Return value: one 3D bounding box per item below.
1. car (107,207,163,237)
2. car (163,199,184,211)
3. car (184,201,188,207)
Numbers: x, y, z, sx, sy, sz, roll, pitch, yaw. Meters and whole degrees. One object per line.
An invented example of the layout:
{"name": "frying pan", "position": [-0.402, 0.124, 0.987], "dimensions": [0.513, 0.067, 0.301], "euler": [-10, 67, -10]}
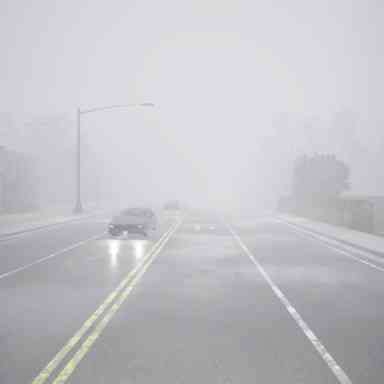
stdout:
{"name": "car", "position": [-3.074, 1.547, 18.390], "dimensions": [2.033, 1.411, 5.357], "euler": [0, 0, 2]}
{"name": "car", "position": [-2.380, 1.563, 40.318], "dimensions": [1.994, 1.385, 4.181], "euler": [0, 0, 2]}
{"name": "car", "position": [-1.774, 2.367, 58.873], "dimensions": [1.837, 1.490, 4.892], "euler": [0, -11, 2]}
